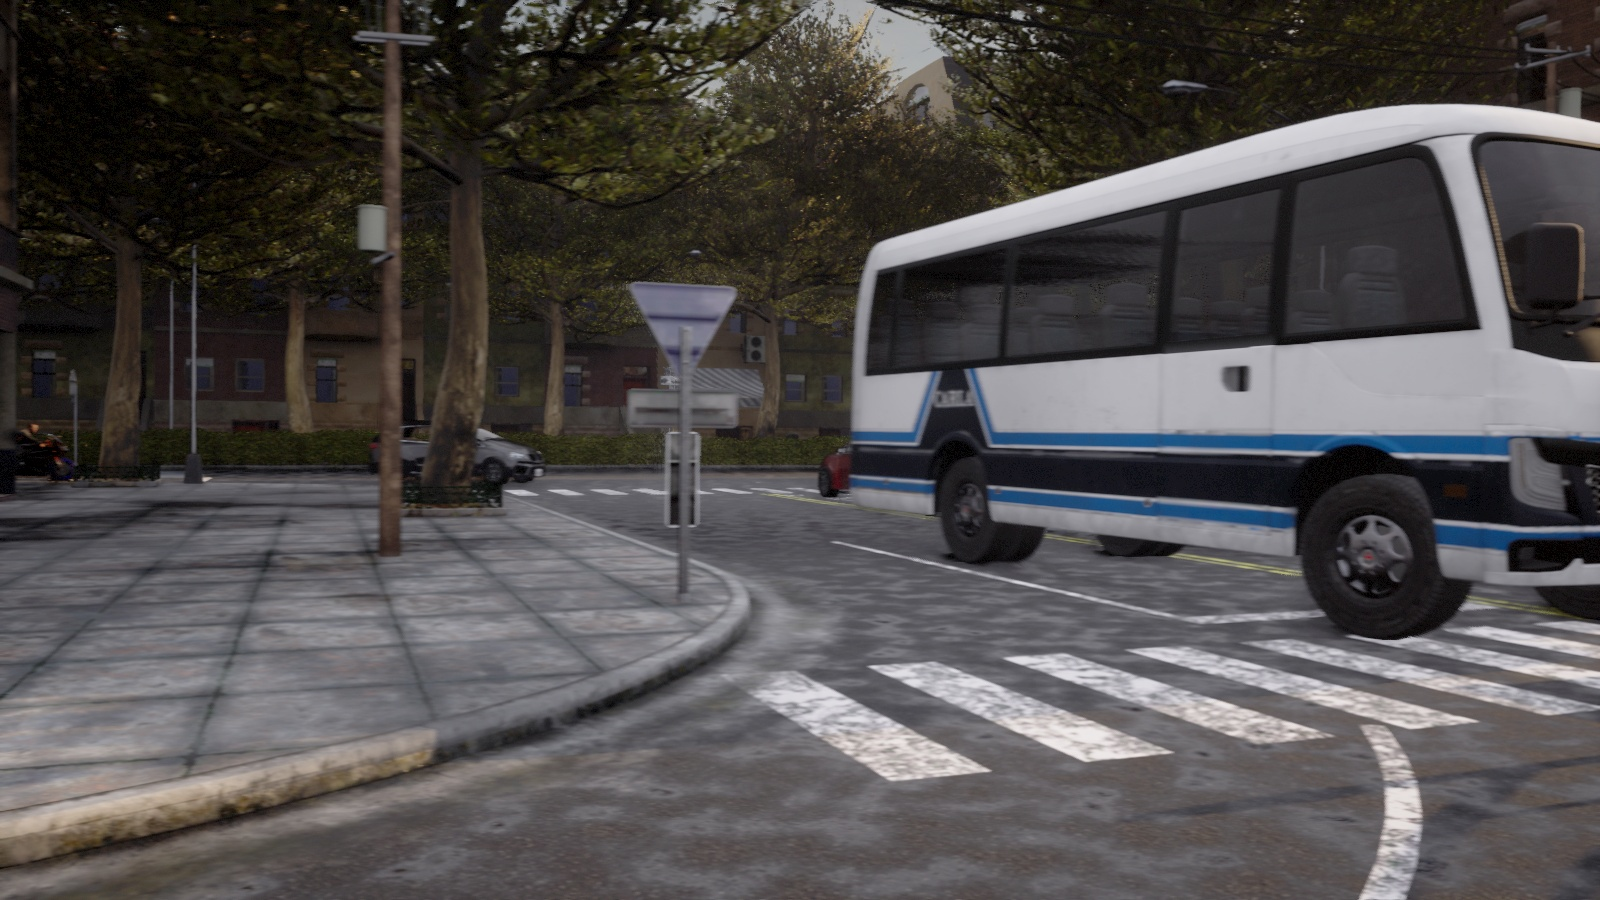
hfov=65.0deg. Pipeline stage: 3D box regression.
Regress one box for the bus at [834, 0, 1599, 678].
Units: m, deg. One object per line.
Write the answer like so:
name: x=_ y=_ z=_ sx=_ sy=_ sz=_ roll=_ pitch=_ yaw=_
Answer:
bus: x=4.428 y=-0.836 z=12.860 sx=3.944 sy=4.253 sz=10.273 roll=-1 pitch=1 yaw=-25

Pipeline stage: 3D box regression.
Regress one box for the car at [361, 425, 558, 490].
car: x=-9.132 y=0.190 z=33.877 sx=4.611 sy=1.667 sz=2.242 roll=0 pitch=1 yaw=10

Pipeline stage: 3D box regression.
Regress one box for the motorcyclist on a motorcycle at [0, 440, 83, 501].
motorcyclist on a motorcycle: x=-19.920 y=0.519 z=32.551 sx=2.191 sy=1.530 sz=0.866 roll=-1 pitch=1 yaw=-21

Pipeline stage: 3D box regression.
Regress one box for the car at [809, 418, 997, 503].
car: x=2.130 y=0.172 z=27.500 sx=2.242 sy=1.667 sz=4.611 roll=-1 pitch=1 yaw=-22
